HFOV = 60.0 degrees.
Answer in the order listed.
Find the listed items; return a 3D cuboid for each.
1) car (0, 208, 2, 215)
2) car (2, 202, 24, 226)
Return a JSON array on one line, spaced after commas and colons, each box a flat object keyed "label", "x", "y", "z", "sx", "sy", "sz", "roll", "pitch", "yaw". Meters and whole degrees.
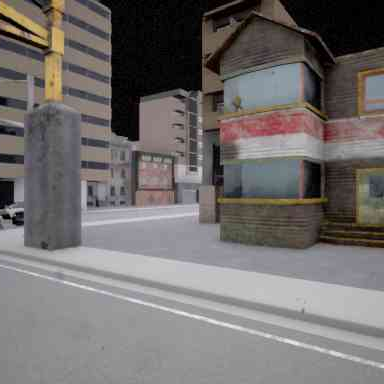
[{"label": "car", "x": -13.269, "y": 1.295, "z": 25.708, "sx": 4.536, "sy": 1.218, "sz": 1.853, "roll": 0, "pitch": 0, "yaw": -30}, {"label": "car", "x": -10.111, "y": 1.453, "z": 23.009, "sx": 2.038, "sy": 1.542, "sz": 4.974, "roll": 0, "pitch": 0, "yaw": 15}]
